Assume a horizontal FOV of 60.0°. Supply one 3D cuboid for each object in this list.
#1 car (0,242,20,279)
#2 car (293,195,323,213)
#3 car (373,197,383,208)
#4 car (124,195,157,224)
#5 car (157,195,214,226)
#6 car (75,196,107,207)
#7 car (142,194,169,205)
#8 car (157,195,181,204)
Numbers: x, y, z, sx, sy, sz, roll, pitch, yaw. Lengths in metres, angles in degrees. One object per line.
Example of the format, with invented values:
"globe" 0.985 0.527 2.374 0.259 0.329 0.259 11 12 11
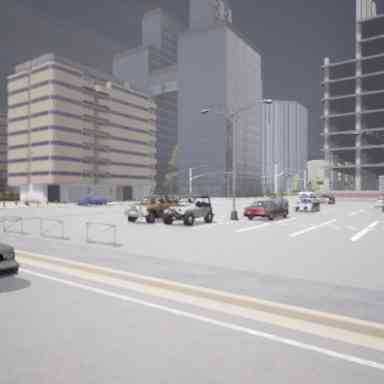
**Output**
"car" -6.566 1.523 8.590 5.357 1.411 2.033 0 0 36
"car" 11.882 1.371 34.479 1.970 1.475 3.806 0 0 34
"car" 25.114 1.384 43.766 1.970 1.475 3.806 0 0 34
"car" -2.504 1.116 23.183 1.932 1.855 4.605 0 0 34
"car" -0.136 1.126 21.518 1.905 1.878 3.866 0 0 34
"car" -14.810 1.380 49.084 1.882 1.535 5.008 0 0 34
"car" -6.019 1.261 55.865 2.097 1.767 4.553 0 0 34
"car" -4.402 1.414 64.446 1.882 1.535 5.008 0 0 34
